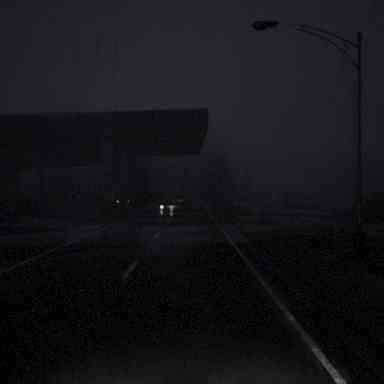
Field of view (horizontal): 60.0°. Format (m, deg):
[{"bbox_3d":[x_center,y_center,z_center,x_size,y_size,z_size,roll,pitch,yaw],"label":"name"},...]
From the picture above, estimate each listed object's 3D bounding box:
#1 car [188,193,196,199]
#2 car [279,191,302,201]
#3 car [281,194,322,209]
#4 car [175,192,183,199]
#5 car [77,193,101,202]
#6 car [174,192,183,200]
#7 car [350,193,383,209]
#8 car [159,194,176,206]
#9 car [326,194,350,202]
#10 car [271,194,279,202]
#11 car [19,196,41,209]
[{"bbox_3d":[-0.066,0.990,94.449,2.097,1.767,4.553,0,0,0],"label":"car"},{"bbox_3d":[13.247,0.918,41.279,3.866,1.878,1.905,0,0,-1],"label":"car"},{"bbox_3d":[12.658,1.215,37.951,3.806,1.475,1.970,0,0,-1],"label":"car"},{"bbox_3d":[-3.564,0.997,92.487,2.097,1.767,4.553,0,0,0],"label":"car"},{"bbox_3d":[-19.642,0.927,63.772,4.553,1.767,2.097,1,0,0],"label":"car"},{"bbox_3d":[-3.557,0.907,82.178,2.150,2.045,5.566,0,0,0],"label":"car"},{"bbox_3d":[21.137,0.951,38.044,4.605,1.855,1.932,0,0,-1],"label":"car"},{"bbox_3d":[-3.782,1.332,50.392,1.812,1.442,4.674,0,0,-2],"label":"car"},{"bbox_3d":[28.230,1.087,63.964,4.674,1.442,1.812,0,0,0],"label":"car"},{"bbox_3d":[18.023,0.783,63.923,5.566,2.045,2.150,0,0,0],"label":"car"},{"bbox_3d":[-20.757,1.318,41.601,2.242,1.667,4.611,0,0,-1],"label":"car"}]
